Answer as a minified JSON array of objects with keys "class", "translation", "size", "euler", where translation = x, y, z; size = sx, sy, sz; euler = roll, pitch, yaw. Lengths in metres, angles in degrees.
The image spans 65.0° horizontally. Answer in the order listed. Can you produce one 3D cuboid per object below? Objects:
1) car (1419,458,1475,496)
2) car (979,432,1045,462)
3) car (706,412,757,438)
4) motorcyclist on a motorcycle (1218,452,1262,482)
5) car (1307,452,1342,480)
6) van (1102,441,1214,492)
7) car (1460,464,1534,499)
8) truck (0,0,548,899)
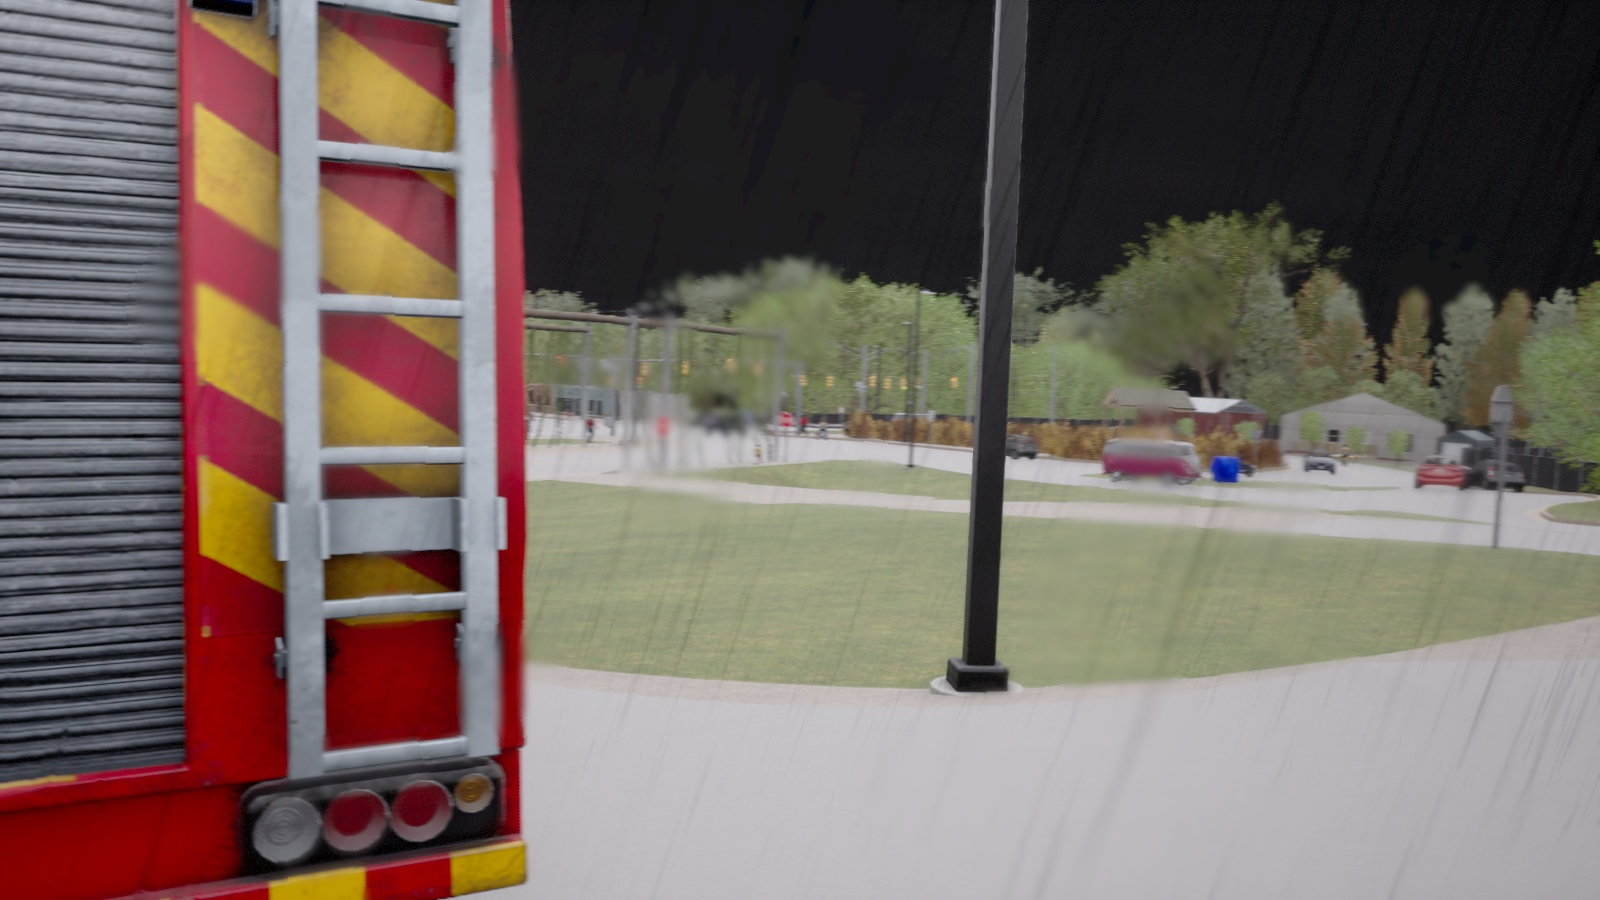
[{"class":"car","translation":[31.324,1.293,60.808],"size":[2.242,1.667,4.611],"euler":[2,0,27]},{"class":"car","translation":[13.728,-0.194,81.436],"size":[1.851,1.617,3.988],"euler":[0,4,-36]},{"class":"car","translation":[-5.384,-1.992,98.082],"size":[1.905,1.878,3.866],"euler":[-1,3,-42]},{"class":"motorcyclist on a motorcycle","translation":[26.655,1.016,76.086],"size":[2.350,1.649,0.766],"euler":[6,5,42]},{"class":"car","translation":[33.740,1.015,80.844],"size":[1.816,1.474,4.193],"euler":[4,3,20]},{"class":"van","translation":[16.047,0.727,56.497],"size":[4.442,1.987,1.775],"euler":[5,3,45]},{"class":"car","translation":[35.386,1.599,63.872],"size":[1.851,1.617,3.988],"euler":[3,-1,6]},{"class":"truck","translation":[-3.956,-0.403,6.310],"size":[2.891,3.827,8.468],"euler":[0,1,-29]}]
